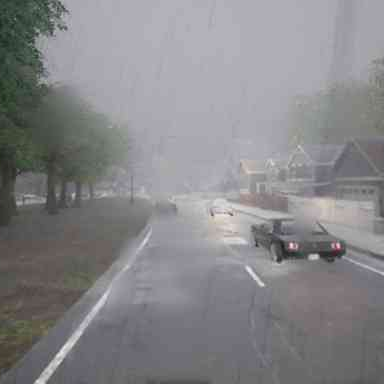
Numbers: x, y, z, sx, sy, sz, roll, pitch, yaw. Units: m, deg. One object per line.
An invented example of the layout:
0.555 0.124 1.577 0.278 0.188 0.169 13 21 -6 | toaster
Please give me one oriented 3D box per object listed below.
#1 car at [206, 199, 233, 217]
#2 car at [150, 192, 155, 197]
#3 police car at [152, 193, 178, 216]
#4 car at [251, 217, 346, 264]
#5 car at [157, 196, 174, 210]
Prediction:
2.366 1.333 29.239 1.812 1.442 4.674 0 0 -4 | car
-9.213 0.612 82.303 1.882 1.535 5.008 0 1 -13 | car
-2.330 1.235 30.182 1.930 1.638 5.238 0 0 -5 | police car
3.368 1.535 11.606 1.895 1.301 4.718 0 0 -2 | car
-3.279 1.228 40.044 1.837 1.490 4.892 0 1 -6 | car
